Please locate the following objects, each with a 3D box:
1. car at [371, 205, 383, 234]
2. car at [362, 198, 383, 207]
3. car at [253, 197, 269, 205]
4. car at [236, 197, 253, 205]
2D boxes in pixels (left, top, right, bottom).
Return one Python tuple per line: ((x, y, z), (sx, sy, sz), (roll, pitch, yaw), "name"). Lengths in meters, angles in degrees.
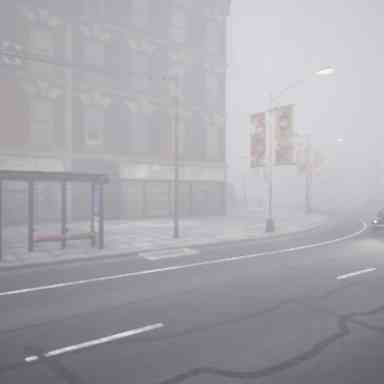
((11.494, 1.656, 19.027), (1.895, 1.301, 4.718), (0, 0, 33), "car")
((28.625, 1.664, 51.632), (2.002, 1.452, 4.674), (0, 0, -16), "car")
((12.518, 1.693, 63.179), (1.994, 1.385, 4.181), (0, 0, -33), "car")
((8.386, 1.694, 63.002), (2.033, 1.411, 5.357), (0, 0, -35), "car")
